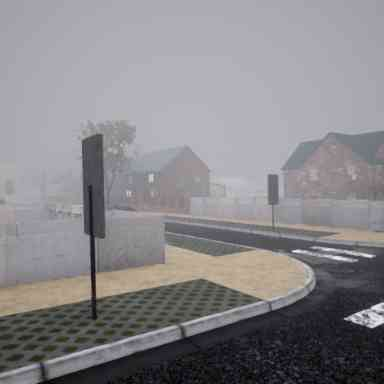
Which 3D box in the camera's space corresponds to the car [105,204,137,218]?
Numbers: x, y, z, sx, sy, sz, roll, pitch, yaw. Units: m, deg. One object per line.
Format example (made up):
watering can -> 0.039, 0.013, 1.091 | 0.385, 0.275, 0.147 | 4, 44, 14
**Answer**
car -> -6.312, 1.700, 28.689 | 1.994, 1.385, 4.181 | -2, 1, -35
